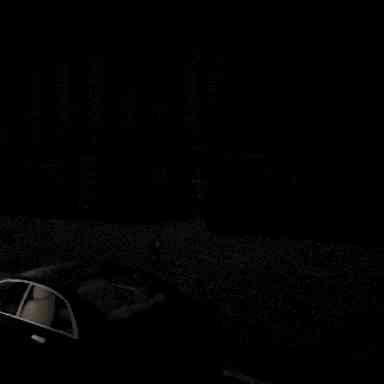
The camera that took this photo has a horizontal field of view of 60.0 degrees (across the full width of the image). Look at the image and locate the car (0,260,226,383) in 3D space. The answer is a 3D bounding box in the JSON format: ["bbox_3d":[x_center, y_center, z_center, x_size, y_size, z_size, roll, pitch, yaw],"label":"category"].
[{"bbox_3d":[-1.692,1.585,4.279,4.403,1.369,2.008,-1,0,35],"label":"car"}]
